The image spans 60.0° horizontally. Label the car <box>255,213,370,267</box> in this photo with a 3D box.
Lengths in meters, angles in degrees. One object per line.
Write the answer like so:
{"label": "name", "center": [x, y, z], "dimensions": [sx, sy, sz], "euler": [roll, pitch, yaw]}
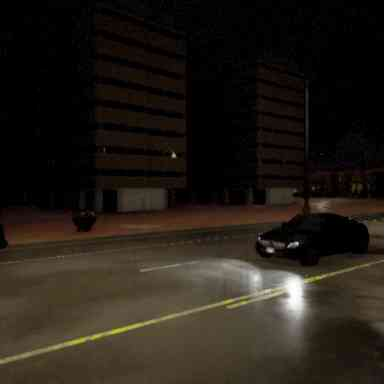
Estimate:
{"label": "car", "center": [4.227, 1.454, 11.283], "dimensions": [4.674, 1.442, 1.812], "euler": [-1, 0, -36]}
